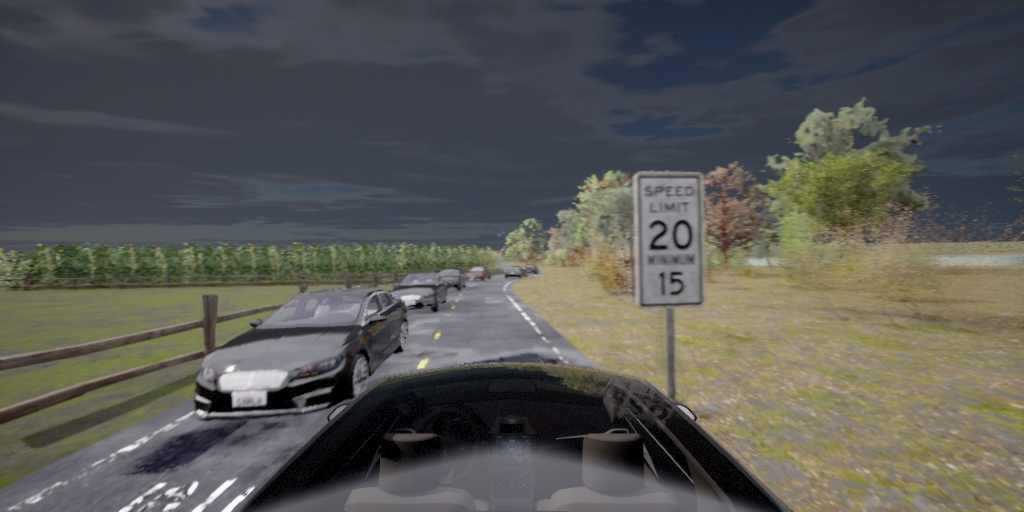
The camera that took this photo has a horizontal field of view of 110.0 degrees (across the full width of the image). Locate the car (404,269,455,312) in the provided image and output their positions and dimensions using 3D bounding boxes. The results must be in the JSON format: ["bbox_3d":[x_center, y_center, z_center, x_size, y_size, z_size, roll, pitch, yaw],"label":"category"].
[{"bbox_3d":[-3.937,1.515,15.754,2.128,1.511,4.902,-1,-1,-4],"label":"car"}]

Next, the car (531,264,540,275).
[{"bbox_3d":[2.745,1.911,51.323,1.812,1.442,4.674,-1,-1,11],"label":"car"}]

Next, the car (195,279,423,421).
[{"bbox_3d":[-3.156,1.372,6.456,2.128,1.511,4.902,-1,-1,-5],"label":"car"}]

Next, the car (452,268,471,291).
[{"bbox_3d":[-4.425,1.679,26.148,1.837,1.490,4.892,-1,-1,0],"label":"car"}]

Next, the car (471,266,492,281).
[{"bbox_3d":[-3.477,1.836,37.620,1.812,1.442,4.674,-1,0,10],"label":"car"}]

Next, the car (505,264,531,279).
[{"bbox_3d":[0.517,1.858,41.555,1.994,1.385,4.181,-1,-1,14],"label":"car"}]
